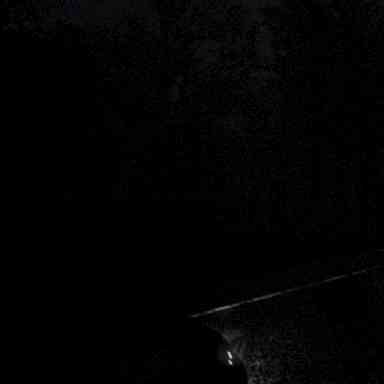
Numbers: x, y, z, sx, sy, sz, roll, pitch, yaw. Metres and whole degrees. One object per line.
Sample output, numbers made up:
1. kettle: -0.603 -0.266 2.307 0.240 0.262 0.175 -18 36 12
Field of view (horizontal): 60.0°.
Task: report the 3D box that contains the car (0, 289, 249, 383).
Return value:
1. car: -1.519 1.564 2.663 4.181 1.385 1.994 0 0 -35
